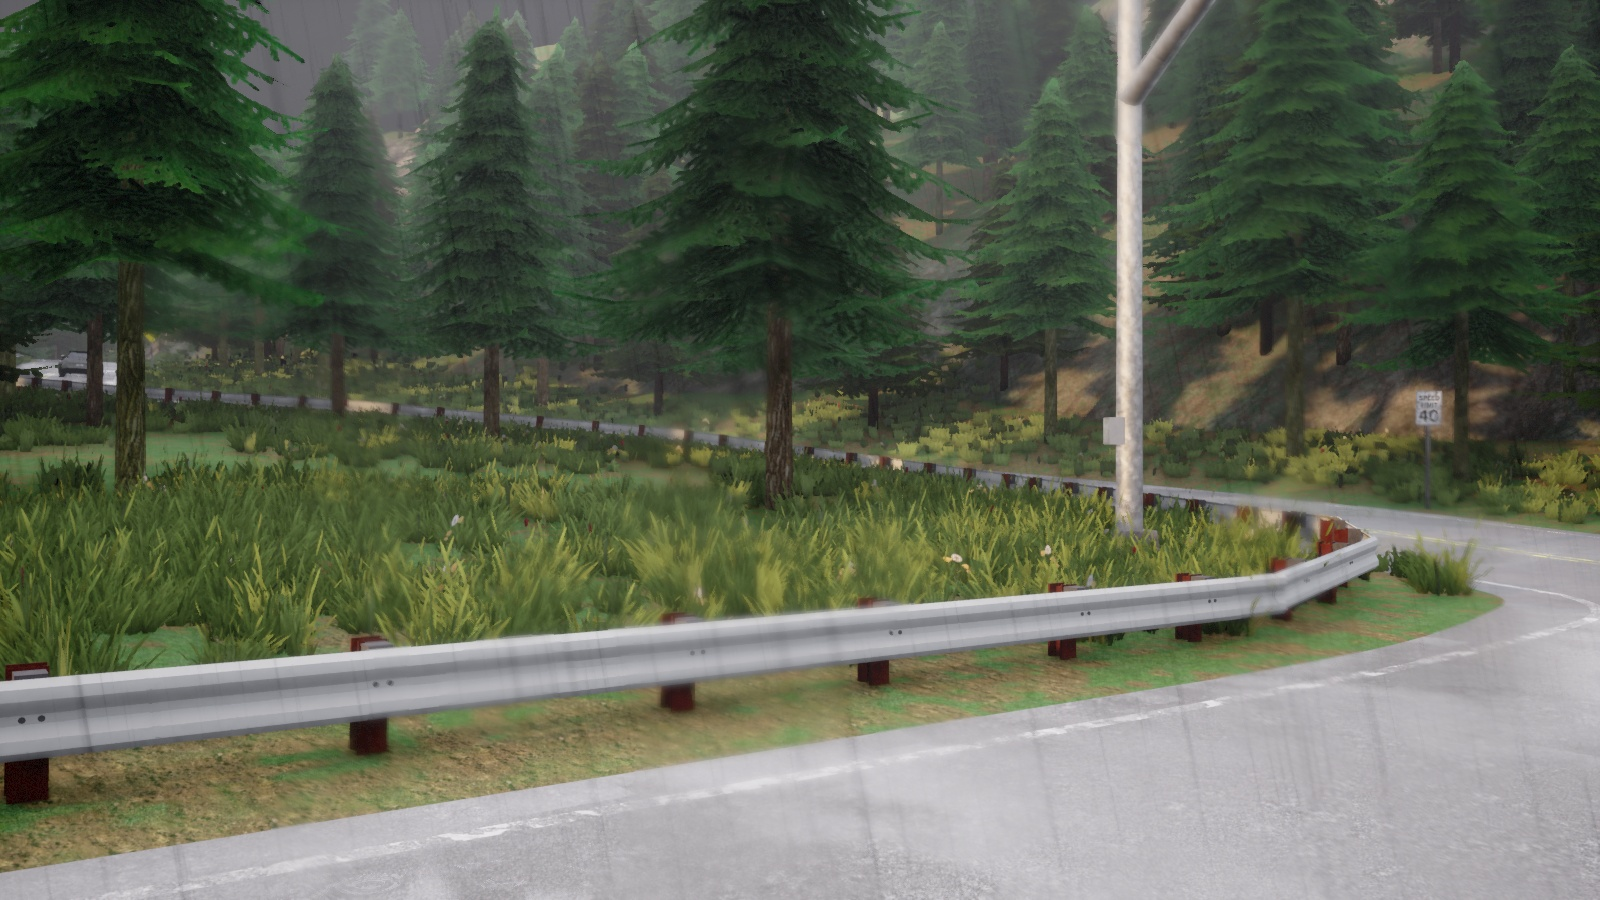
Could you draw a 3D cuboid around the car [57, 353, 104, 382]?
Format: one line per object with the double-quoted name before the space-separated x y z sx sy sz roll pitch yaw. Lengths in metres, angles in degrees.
"car" -38.093 -4.407 66.545 1.994 1.385 4.181 0 5 -28
